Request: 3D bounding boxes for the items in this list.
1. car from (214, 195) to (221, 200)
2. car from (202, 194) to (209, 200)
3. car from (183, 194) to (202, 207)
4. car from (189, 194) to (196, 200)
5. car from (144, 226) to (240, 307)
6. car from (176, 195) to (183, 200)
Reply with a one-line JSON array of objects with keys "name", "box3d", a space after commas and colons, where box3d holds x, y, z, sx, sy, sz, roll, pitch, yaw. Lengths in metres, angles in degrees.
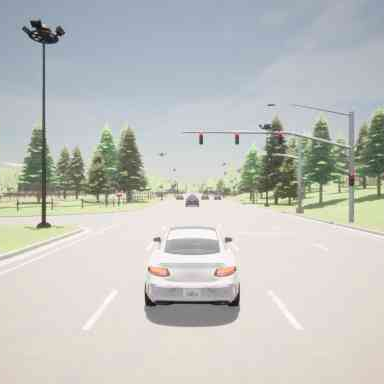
[{"name": "car", "box3d": [7.128, 1.525, 93.212, 2.128, 1.511, 4.902, 0, 0, 0]}, {"name": "car", "box3d": [3.628, 1.355, 93.187, 2.097, 1.767, 4.553, 0, 0, 0]}, {"name": "car", "box3d": [0.071, 1.352, 51.745, 2.097, 1.767, 4.553, 0, 0, 0]}, {"name": "car", "box3d": [0.128, 1.355, 93.192, 2.097, 1.767, 4.553, 0, 0, 0]}, {"name": "car", "box3d": [0.017, 1.526, 7.872, 1.812, 1.442, 4.674, 0, 0, 0]}, {"name": "car", "box3d": [-3.372, 1.552, 93.193, 1.994, 1.385, 4.181, 0, 0, 0]}]
